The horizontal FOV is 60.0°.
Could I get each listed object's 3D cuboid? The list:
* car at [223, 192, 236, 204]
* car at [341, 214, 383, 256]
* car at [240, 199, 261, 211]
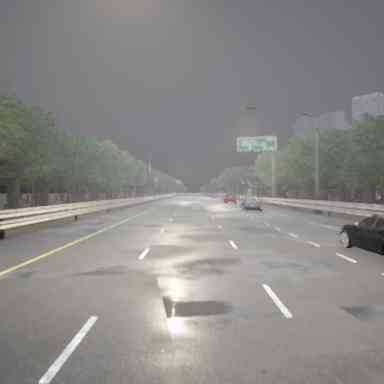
[{"bbox_3d":[7.199,1.184,63.726,2.150,2.045,5.566,0,0,0],"label":"car"},{"bbox_3d":[7.008,1.496,11.641,1.882,1.535,5.008,0,0,0],"label":"car"},{"bbox_3d":[7.094,1.552,40.573,1.994,1.385,4.181,0,0,0],"label":"car"}]
